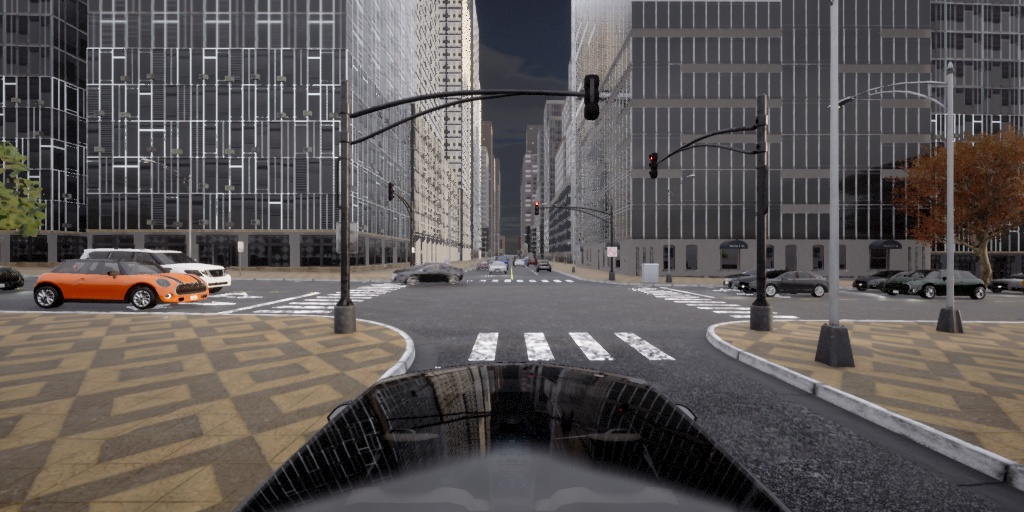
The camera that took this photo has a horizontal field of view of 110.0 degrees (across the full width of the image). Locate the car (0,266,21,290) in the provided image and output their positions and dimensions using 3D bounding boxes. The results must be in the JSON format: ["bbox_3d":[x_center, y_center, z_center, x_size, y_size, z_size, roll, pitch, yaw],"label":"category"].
[{"bbox_3d":[-24.623,0.675,15.615,4.553,1.767,2.097,1,0,-3],"label":"car"}]

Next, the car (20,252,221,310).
[{"bbox_3d":[-13.727,0.876,12.856,4.553,1.767,2.097,1,0,-3],"label":"car"}]

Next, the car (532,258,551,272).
[{"bbox_3d":[3.949,1.329,45.336,1.948,1.339,4.313,0,0,0],"label":"car"}]

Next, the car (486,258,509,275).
[{"bbox_3d":[-1.490,1.291,39.062,1.812,1.442,4.674,0,0,0],"label":"car"}]

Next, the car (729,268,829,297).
[{"bbox_3d":[15.808,1.564,20.930,4.892,1.490,1.837,1,0,-4],"label":"car"}]

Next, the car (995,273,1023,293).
[{"bbox_3d":[36.439,1.933,25.108,4.892,1.490,1.837,1,0,-2],"label":"car"}]

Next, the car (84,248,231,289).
[{"bbox_3d":[-15.928,0.704,16.009,5.566,2.045,2.150,1,0,-3],"label":"car"}]

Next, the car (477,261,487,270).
[{"bbox_3d":[-4.001,1.343,50.833,1.802,1.307,4.207,0,0,0],"label":"car"}]

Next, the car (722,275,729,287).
[{"bbox_3d":[16.897,1.569,24.223,4.902,1.511,2.128,1,0,-3],"label":"car"}]

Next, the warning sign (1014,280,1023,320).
[{"bbox_3d":[17.279,1.204,11.527,1.060,1.860,1.300,0,0,-3],"label":"warning sign"}]

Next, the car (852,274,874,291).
[{"bbox_3d":[26.281,1.751,24.651,4.892,1.490,1.837,1,0,-3],"label":"car"}]

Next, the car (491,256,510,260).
[{"bbox_3d":[-1.543,0.978,54.418,2.150,2.045,5.566,0,0,0],"label":"car"}]

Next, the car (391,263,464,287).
[{"bbox_3d":[-5.599,1.217,24.290,4.902,1.511,2.128,2,1,-38],"label":"car"}]

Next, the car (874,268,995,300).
[{"bbox_3d":[24.979,1.576,21.337,4.553,1.767,2.097,1,0,-3],"label":"car"}]
